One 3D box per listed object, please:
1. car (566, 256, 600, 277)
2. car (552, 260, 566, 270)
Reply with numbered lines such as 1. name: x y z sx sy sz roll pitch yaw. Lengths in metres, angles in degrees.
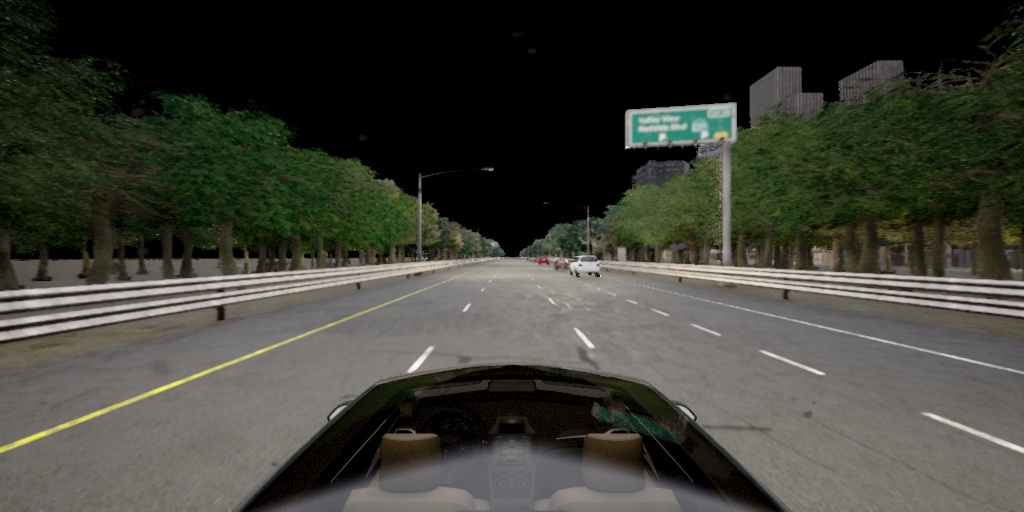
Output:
1. car: 7.013 0.983 35.043 2.150 2.045 5.566 0 0 0
2. car: 7.019 1.289 51.959 1.812 1.442 4.674 0 0 0
